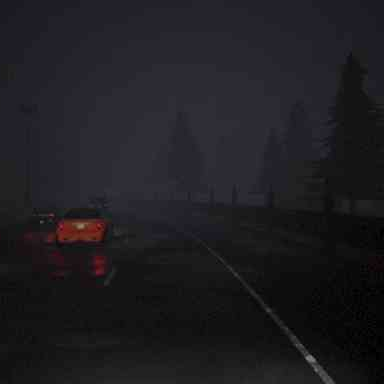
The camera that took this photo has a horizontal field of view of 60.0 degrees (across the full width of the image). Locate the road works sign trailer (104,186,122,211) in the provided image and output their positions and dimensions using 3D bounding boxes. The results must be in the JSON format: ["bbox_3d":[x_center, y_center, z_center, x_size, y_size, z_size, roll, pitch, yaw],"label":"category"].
[{"bbox_3d":[-11.438,0.908,47.634,2.380,3.560,2.880,0,-1,-29],"label":"road works sign trailer"}]

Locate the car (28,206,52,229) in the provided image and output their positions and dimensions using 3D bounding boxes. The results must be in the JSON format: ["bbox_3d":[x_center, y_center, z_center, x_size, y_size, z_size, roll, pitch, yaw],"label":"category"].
[{"bbox_3d":[-10.112,1.721,23.445,2.128,1.511,4.902,0,-1,-14],"label":"car"}]

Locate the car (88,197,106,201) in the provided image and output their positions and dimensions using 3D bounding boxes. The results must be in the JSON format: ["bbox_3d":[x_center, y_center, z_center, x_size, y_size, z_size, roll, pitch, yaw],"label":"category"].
[{"bbox_3d":[-10.284,1.560,35.779,2.150,2.045,5.566,0,0,-20],"label":"car"}]

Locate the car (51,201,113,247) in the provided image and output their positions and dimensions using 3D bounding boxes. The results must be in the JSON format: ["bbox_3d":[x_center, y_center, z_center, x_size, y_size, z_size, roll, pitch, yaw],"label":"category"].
[{"bbox_3d":[-5.029,1.506,16.152,2.097,1.767,4.553,0,-1,-9],"label":"car"}]
